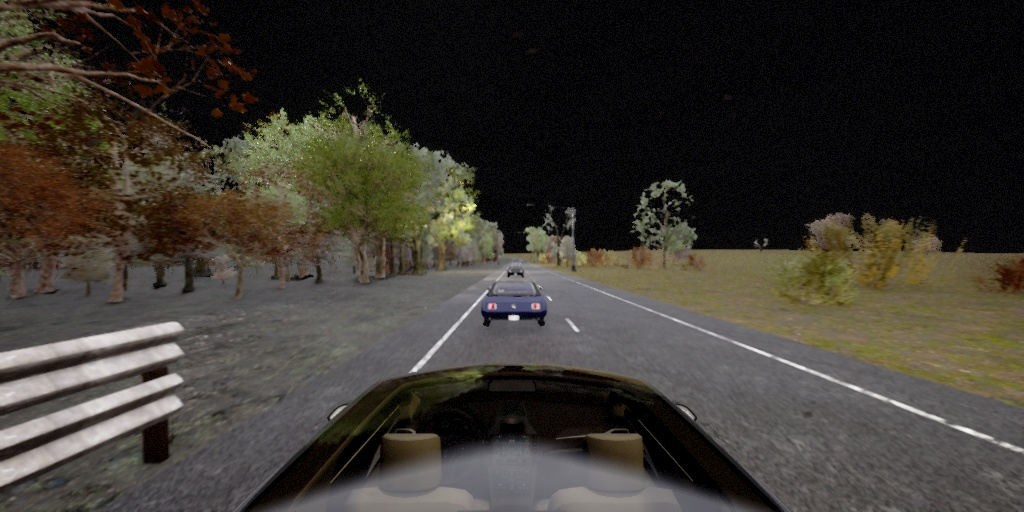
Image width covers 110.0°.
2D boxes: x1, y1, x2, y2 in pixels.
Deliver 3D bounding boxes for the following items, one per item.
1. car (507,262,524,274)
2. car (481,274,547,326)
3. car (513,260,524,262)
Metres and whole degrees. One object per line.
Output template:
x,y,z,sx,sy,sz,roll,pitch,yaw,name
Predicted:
0.421,1.717,41.446,1.895,1.301,4.718,0,-1,1,car
0.082,1.451,12.186,1.895,1.301,4.718,0,-1,1,car
0.685,1.916,64.425,1.895,1.301,4.718,0,0,1,car
